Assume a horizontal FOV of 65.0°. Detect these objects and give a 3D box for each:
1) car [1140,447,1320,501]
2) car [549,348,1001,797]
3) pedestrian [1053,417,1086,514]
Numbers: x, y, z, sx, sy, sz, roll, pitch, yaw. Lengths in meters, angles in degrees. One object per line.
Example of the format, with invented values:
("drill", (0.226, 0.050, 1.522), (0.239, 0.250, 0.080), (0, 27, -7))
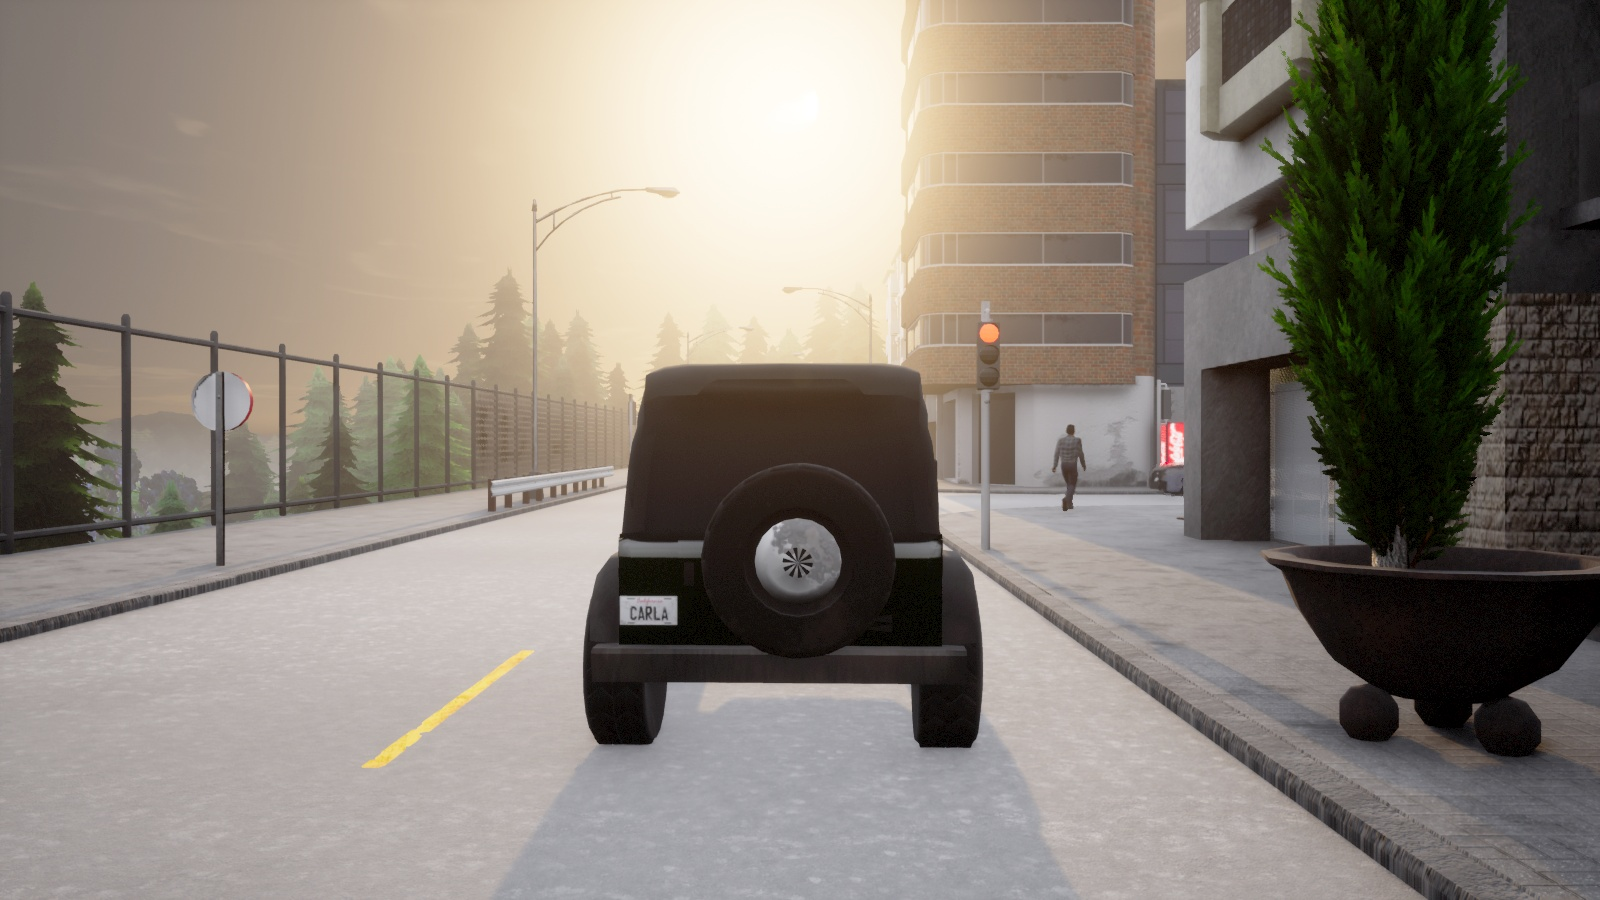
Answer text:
("car", (11.553, 0.628, 33.973), (4.181, 1.385, 1.994), (0, 0, 0))
("car", (-0.029, 0.502, 7.220), (1.905, 1.878, 3.866), (0, 0, 2))
("pedestrian", (5.514, 0.311, 25.712), (0.423, 1.949, 0.788), (0, 0, 31))
